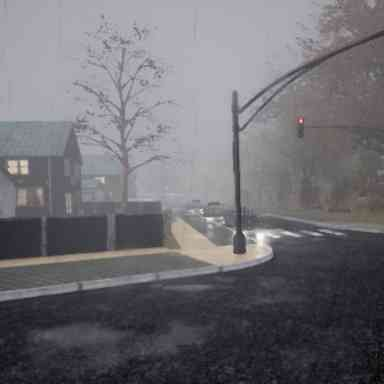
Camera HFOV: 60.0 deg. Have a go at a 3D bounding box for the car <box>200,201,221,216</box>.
[{"bbox_3d":[2.350,1.758,35.624,1.812,1.442,4.674,-2,0,-7],"label":"car"}]

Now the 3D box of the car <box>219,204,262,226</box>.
[{"bbox_3d":[3.667,1.774,25.074,1.895,1.301,4.718,-2,0,-7],"label":"car"}]

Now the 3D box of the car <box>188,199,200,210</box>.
[{"bbox_3d":[0.586,1.838,49.899,1.812,1.442,4.674,-2,0,-7],"label":"car"}]
